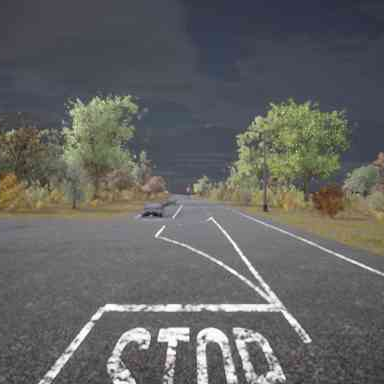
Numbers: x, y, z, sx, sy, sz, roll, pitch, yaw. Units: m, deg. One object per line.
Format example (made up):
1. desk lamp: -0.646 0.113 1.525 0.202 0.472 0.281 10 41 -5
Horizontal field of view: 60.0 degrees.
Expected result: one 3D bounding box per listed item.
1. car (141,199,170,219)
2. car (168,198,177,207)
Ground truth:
1. car: -3.464 1.663 30.985 2.033 1.411 5.357 0 0 0
2. car: -3.612 1.776 58.176 2.033 1.411 5.357 0 0 -1
